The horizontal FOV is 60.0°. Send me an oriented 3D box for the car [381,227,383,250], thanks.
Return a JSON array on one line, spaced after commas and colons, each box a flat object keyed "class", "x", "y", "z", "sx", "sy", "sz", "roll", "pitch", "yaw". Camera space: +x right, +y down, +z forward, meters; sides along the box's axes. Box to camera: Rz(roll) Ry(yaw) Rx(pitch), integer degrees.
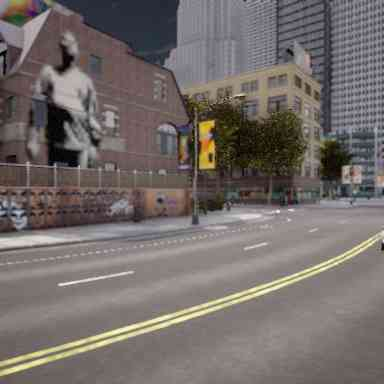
[{"class": "car", "x": 8.964, "y": 1.532, "z": 13.424, "sx": 1.812, "sy": 1.442, "sz": 4.674, "roll": 0, "pitch": 0, "yaw": 39}]
